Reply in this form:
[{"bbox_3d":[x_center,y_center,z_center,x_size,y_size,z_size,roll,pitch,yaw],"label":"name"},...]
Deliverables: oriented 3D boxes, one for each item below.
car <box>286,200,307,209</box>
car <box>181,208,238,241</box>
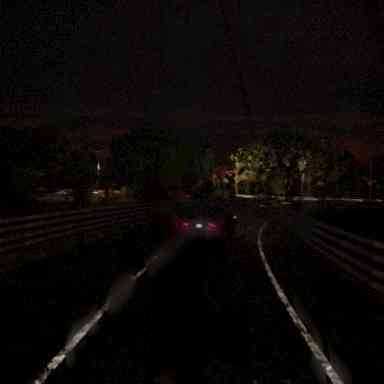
[{"bbox_3d":[15.131,1.845,47.739,2.128,1.511,4.902,1,0,37],"label":"car"},{"bbox_3d":[1.027,1.512,16.647,2.033,1.411,5.357,1,0,17],"label":"car"}]
